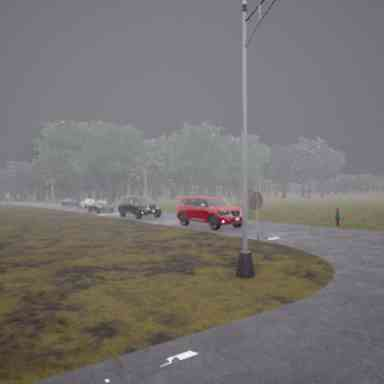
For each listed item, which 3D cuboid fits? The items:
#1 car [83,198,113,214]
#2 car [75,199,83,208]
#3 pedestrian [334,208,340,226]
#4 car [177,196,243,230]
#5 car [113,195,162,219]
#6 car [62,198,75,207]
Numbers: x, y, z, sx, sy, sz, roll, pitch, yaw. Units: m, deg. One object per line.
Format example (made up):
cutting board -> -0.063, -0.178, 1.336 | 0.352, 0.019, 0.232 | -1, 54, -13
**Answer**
car -> -10.702, 1.666, 38.716 | 1.812, 1.442, 4.674 | -2, 1, -35
car -> -15.875, 1.699, 51.002 | 1.812, 1.442, 4.674 | -2, 1, -36
pedestrian -> 9.261, 1.608, 21.093 | 0.500, 1.100, 0.500 | -2, 1, -36
car -> 1.111, 1.280, 22.188 | 2.150, 2.045, 5.566 | -2, 1, -35
car -> -4.915, 1.306, 30.619 | 2.150, 2.045, 5.566 | -2, 1, -36
car -> -21.722, 1.776, 59.167 | 2.128, 1.511, 4.902 | -2, 0, -36
